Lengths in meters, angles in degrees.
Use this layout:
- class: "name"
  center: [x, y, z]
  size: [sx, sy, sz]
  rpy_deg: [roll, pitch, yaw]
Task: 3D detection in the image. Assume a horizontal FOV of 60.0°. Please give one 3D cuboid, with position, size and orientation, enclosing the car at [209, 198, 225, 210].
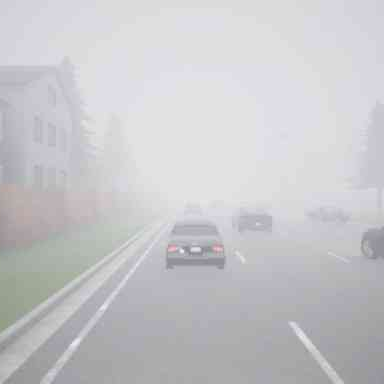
- class: "car"
  center: [3.747, 1.714, 49.970]
  size: [2.097, 1.767, 4.553]
  rpy_deg: [0, 0, 0]

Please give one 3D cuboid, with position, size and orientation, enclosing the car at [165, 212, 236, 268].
- class: "car"
  center: [0.098, 1.632, 11.560]
  size: [2.033, 1.411, 5.357]
  rpy_deg: [0, 0, 0]

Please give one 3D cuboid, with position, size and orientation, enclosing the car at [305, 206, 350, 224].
- class: "car"
  center: [10.597, 1.794, 26.467]
  size: [1.895, 1.301, 4.718]
  rpy_deg: [0, 0, 0]

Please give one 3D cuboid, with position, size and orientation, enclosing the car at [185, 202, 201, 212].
- class: "car"
  center: [0.119, 1.817, 37.122]
  size: [2.033, 1.411, 5.357]
  rpy_deg: [0, 0, 0]

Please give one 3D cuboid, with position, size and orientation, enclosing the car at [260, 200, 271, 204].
- class: "car"
  center: [10.752, 1.929, 50.208]
  size: [1.994, 1.385, 4.181]
  rpy_deg: [0, 0, 0]

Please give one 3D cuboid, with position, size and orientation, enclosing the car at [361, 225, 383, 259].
- class: "car"
  center: [7.097, 1.425, 10.079]
  size: [2.097, 1.767, 4.553]
  rpy_deg: [0, -1, 0]

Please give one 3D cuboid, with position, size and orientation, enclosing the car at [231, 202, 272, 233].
- class: "car"
  center: [3.598, 1.628, 20.672]
  size: [1.882, 1.535, 5.008]
  rpy_deg: [0, 0, 0]
